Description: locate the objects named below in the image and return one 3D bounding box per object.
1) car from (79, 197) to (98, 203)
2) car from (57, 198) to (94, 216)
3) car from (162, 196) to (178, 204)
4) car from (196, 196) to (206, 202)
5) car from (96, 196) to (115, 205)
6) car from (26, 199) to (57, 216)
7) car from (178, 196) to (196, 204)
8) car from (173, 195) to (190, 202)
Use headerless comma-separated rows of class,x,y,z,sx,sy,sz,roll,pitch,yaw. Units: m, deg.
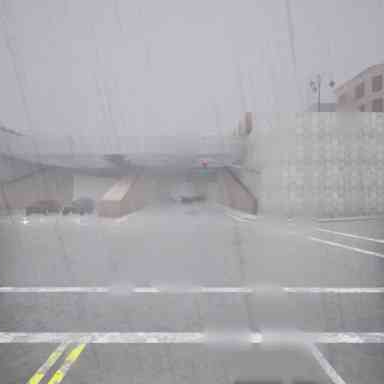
car,-15.145,1.492,46.284,2.128,1.511,4.902,0,0,-1
car,-11.317,1.601,33.115,1.895,1.301,4.718,0,0,-1
car,-4.521,1.547,64.292,2.033,1.411,5.357,0,0,5
car,1.520,1.524,74.777,1.812,1.442,4.674,0,0,28
car,-15.385,1.547,59.630,2.033,1.411,5.357,0,0,0
car,-14.826,1.478,33.438,1.882,1.535,5.008,0,0,-1
car,-0.991,1.547,64.791,2.033,1.411,5.357,0,0,4
car,-2.348,1.524,74.649,1.812,1.442,4.674,0,0,24
